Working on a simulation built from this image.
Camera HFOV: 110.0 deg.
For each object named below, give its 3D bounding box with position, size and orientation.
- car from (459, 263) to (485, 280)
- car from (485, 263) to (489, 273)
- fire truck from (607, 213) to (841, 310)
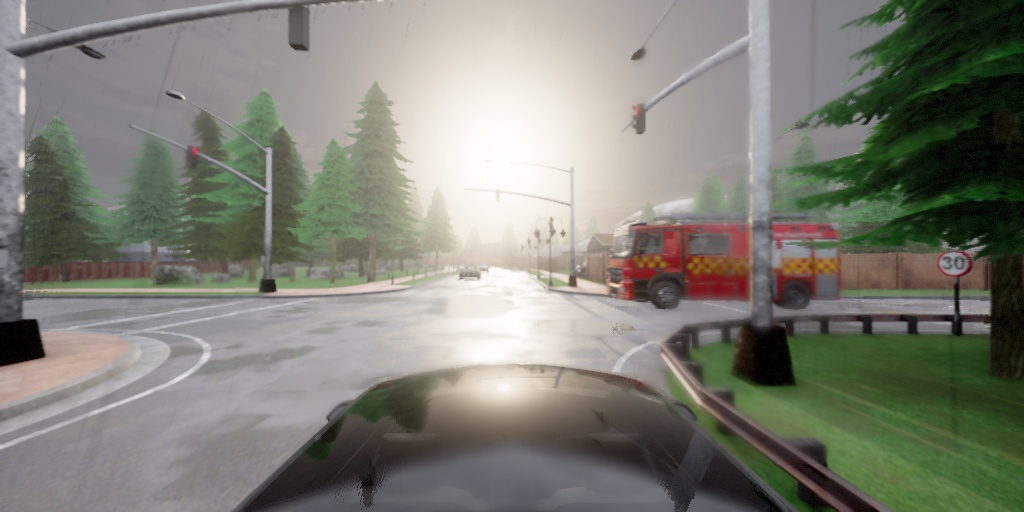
[{"bbox_3d":[-4.184,1.644,36.458,1.994,1.385,4.181,0,-1,-1],"label":"car"},{"bbox_3d":[-4.446,1.789,54.161,1.812,1.442,4.674,0,-1,-1],"label":"car"},{"bbox_3d":[8.581,0.215,15.243,8.468,3.827,2.891,0,-1,1],"label":"fire truck"}]
